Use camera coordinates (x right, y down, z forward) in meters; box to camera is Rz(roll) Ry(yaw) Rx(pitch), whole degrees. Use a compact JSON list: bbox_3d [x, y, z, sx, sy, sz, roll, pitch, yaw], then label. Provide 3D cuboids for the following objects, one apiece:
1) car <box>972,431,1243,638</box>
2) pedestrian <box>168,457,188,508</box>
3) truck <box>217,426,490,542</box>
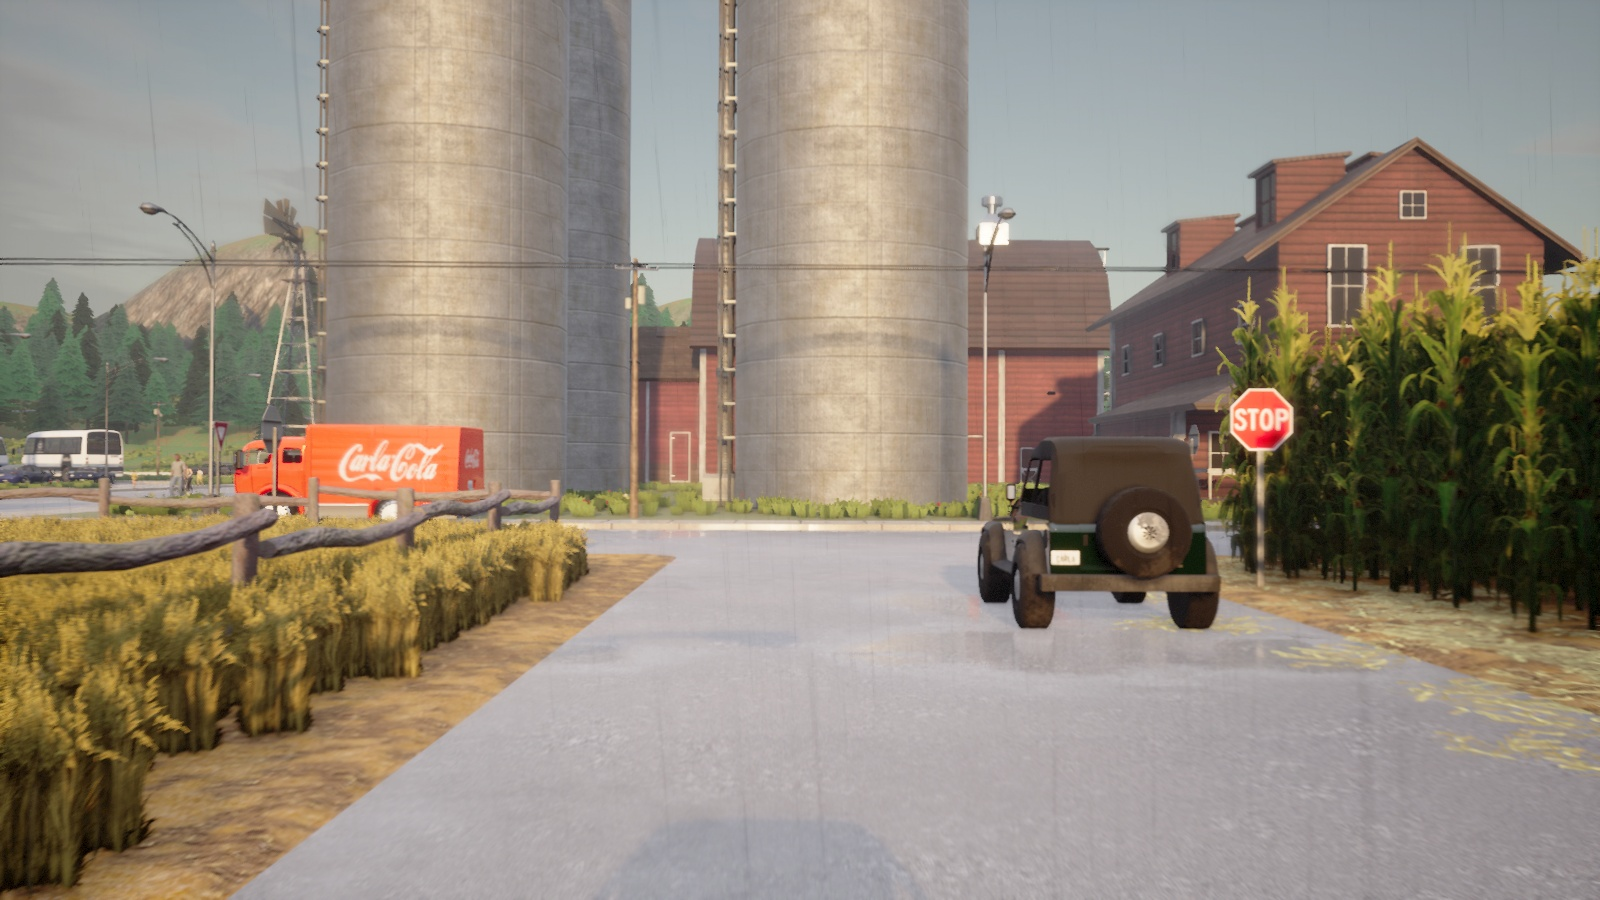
[{"bbox_3d":[3.067,0.791,13.367,1.905,1.878,3.866,0,-1,0],"label":"car"},{"bbox_3d":[-22.481,1.171,45.398,0.354,1.836,0.706,0,-1,3],"label":"pedestrian"},{"bbox_3d":[-9.908,0.755,28.281,5.204,2.467,2.627,0,-1,1],"label":"truck"}]
